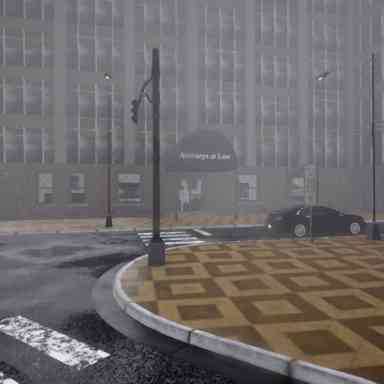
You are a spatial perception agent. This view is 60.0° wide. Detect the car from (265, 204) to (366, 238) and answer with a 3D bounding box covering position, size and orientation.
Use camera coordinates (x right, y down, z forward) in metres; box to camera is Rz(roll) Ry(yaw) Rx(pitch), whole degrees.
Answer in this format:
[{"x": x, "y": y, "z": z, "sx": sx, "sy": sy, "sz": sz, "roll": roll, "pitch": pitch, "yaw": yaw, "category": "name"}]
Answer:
[{"x": 5.948, "y": 1.321, "z": 15.996, "sx": 4.892, "sy": 1.490, "sz": 1.837, "roll": 0, "pitch": 0, "yaw": -14, "category": "car"}]
